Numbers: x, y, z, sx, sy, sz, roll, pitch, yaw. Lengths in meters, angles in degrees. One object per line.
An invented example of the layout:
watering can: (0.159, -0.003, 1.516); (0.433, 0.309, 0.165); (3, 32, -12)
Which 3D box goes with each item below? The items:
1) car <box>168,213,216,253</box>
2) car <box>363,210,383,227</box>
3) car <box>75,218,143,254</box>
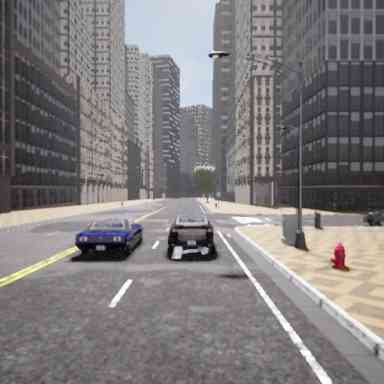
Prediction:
car: (0.001, 1.625, 14.301); (2.128, 1.511, 4.902); (0, 0, 0)
car: (15.912, 2.071, 26.324); (4.403, 1.369, 2.008); (1, 0, -1)
car: (-3.253, 1.732, 14.099); (1.895, 1.301, 4.718); (0, 0, 0)
